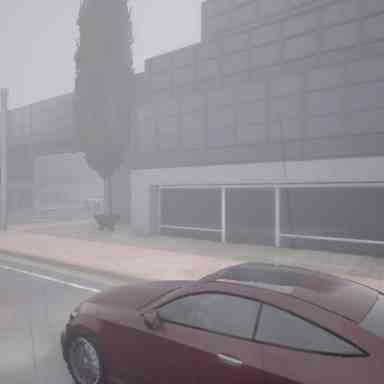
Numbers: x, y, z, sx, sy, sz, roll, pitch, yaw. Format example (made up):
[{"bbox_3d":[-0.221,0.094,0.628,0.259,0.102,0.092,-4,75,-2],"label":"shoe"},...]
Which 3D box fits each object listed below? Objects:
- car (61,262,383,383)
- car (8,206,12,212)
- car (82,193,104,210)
[{"bbox_3d":[0.581,1.526,3.554,4.674,1.442,1.812,0,0,35],"label":"car"},{"bbox_3d":[-20.069,1.601,31.823,1.895,1.301,4.718,0,0,36],"label":"car"},{"bbox_3d":[-11.630,1.218,43.603,2.150,2.045,5.566,0,1,36],"label":"car"}]
